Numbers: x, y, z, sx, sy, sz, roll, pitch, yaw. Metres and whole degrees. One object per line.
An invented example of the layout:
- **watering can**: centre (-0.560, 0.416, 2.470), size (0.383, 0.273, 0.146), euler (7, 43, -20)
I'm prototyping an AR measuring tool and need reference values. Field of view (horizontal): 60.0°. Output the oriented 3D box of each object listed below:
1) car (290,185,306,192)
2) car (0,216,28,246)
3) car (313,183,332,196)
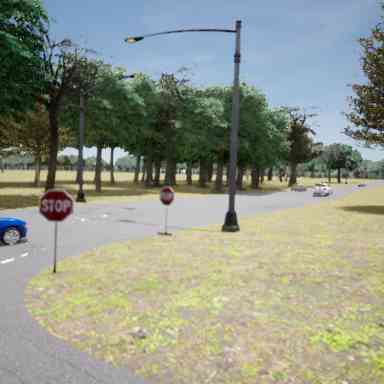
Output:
- **car**: centre (20.628, -0.726, 64.695), size (1.994, 1.385, 4.181), euler (4, 4, 36)
- **car**: centre (-8.608, 1.281, 12.053), size (1.882, 1.535, 5.008), euler (3, 2, 35)
- **car**: centre (21.398, -0.434, 54.316), size (2.150, 2.045, 5.566), euler (4, 4, 32)
